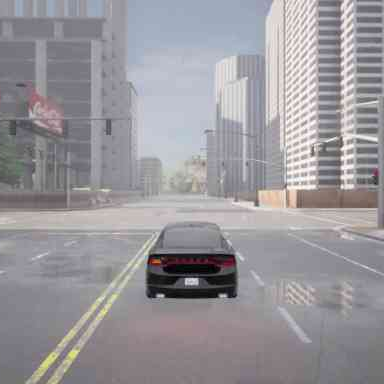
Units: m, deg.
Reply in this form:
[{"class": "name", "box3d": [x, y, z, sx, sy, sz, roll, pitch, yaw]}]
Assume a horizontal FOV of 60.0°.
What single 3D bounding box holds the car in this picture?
[{"class": "car", "box3d": [0.002, 1.478, 8.523, 1.882, 1.535, 5.008, 0, 0, 0]}]
